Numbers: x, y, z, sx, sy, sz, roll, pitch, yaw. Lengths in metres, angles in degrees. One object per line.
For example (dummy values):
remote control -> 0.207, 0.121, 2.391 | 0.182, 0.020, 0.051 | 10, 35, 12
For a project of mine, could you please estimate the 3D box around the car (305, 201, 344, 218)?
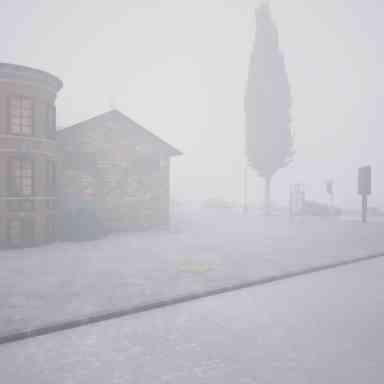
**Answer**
car -> 11.474, 1.562, 30.233 | 1.994, 1.385, 4.181 | 0, 0, -35

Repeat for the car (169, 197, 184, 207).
car -> -3.098, 1.526, 50.654 | 1.812, 1.442, 4.674 | 0, 0, -35

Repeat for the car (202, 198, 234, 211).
car -> 3.243, 1.492, 41.754 | 2.128, 1.511, 4.902 | 0, 0, -35
